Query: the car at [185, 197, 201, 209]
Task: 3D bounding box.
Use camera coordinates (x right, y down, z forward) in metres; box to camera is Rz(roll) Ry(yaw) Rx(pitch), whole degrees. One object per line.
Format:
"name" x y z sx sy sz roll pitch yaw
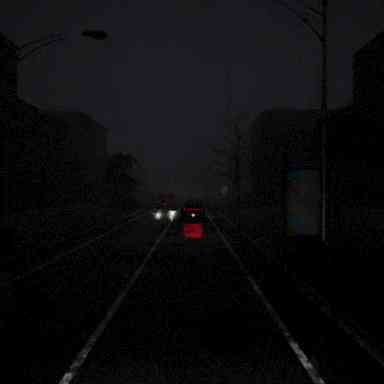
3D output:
"car" 0.083 1.389 43.013 1.994 1.385 4.181 0 0 0

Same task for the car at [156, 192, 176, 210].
"car" -3.109 1.059 40.614 2.150 2.045 5.566 0 0 0

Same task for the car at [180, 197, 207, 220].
"car" 0.090 1.411 26.633 1.837 1.490 4.892 0 1 0
